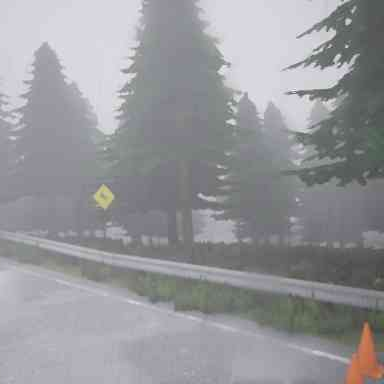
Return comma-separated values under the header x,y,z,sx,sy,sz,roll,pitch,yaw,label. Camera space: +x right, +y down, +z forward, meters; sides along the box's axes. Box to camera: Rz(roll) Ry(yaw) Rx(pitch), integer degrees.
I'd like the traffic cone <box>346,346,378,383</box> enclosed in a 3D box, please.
x,y,z,sx,sy,sz,roll,pitch,yaw,label
1.665,1.958,3.399,0.340,0.580,0.340,0,0,34,traffic cone

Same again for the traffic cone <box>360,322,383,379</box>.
x,y,z,sx,sy,sz,roll,pitch,yaw,label
2.222,1.959,4.227,0.340,0.580,0.340,0,0,35,traffic cone
